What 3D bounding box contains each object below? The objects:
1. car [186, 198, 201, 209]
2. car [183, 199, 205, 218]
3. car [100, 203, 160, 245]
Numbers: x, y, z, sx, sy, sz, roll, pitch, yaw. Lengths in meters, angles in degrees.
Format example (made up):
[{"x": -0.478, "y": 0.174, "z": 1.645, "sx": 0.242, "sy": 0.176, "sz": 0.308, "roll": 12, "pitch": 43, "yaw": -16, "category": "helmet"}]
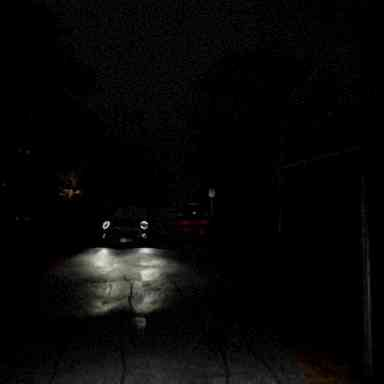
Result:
[{"x": 0.230, "y": 1.597, "z": 46.072, "sx": 1.895, "sy": 1.301, "sz": 4.718, "roll": 0, "pitch": 0, "yaw": 0, "category": "car"}, {"x": 0.185, "y": 1.523, "z": 29.762, "sx": 1.812, "sy": 1.442, "sz": 4.674, "roll": 0, "pitch": 0, "yaw": 0, "category": "car"}, {"x": -2.730, "y": 1.348, "z": 15.572, "sx": 2.097, "sy": 1.767, "sz": 4.553, "roll": 0, "pitch": 0, "yaw": 1, "category": "car"}]
